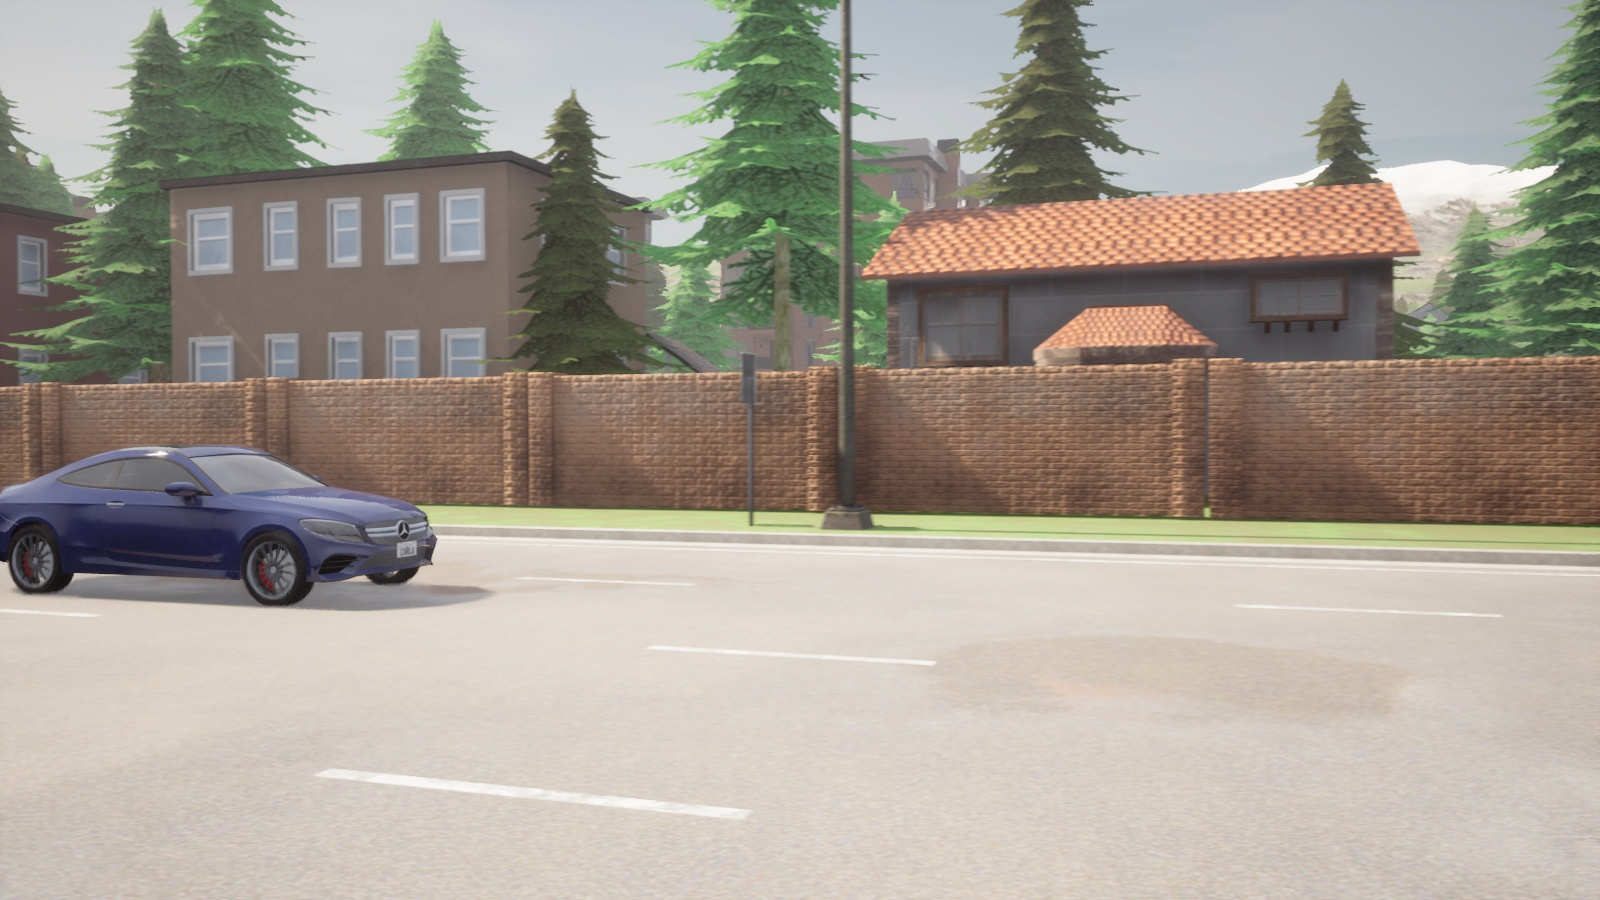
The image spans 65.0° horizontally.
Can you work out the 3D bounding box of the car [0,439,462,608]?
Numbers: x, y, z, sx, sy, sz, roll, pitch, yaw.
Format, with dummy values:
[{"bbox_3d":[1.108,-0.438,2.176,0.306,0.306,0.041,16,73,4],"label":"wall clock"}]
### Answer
[{"bbox_3d":[-5.914,0.629,12.569,4.674,1.442,1.812,1,1,19],"label":"car"}]
